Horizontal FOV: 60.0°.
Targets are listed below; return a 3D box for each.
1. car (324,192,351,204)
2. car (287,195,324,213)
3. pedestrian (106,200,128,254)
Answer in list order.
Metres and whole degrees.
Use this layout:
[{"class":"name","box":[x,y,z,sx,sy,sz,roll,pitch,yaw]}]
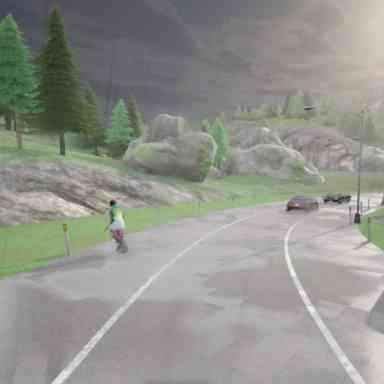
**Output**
[{"class":"car","box":[17.032,0.646,38.872,1.895,1.301,4.718,5,5,42]},{"class":"car","box":[9.981,0.994,29.721,1.994,1.385,4.181,4,4,34]},{"class":"pedestrian","box":[-2.519,1.123,11.185,0.375,1.860,0.375,-3,5,13]}]
